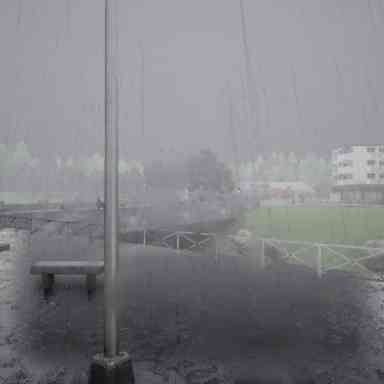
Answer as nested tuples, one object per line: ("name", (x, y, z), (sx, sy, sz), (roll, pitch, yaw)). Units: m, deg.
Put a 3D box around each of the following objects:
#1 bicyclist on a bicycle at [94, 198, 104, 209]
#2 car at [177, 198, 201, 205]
("bicyclist on a bicycle", (-8.304, 1.349, 29.832), (1.656, 1.620, 0.582), (0, 0, 35))
("car", (-0.361, 1.564, 48.367), (1.994, 1.385, 4.181), (0, 0, 36))
